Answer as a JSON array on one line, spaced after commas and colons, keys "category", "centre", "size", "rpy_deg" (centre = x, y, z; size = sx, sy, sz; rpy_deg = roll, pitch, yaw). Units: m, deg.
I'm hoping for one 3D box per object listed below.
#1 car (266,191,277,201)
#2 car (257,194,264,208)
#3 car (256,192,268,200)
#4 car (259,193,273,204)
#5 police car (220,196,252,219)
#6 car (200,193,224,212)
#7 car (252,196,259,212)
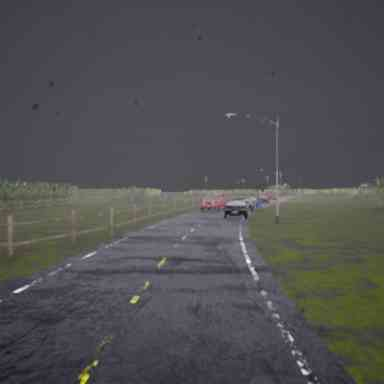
[{"category": "car", "centre": [16.734, 0.904, 70.713], "size": [2.150, 2.045, 5.566], "rpy_deg": [0, 0, 20]}, {"category": "car", "centre": [7.994, 1.398, 44.029], "size": [1.882, 1.535, 5.008], "rpy_deg": [0, 0, 18]}, {"category": "car", "centre": [16.337, 0.924, 77.611], "size": [2.097, 1.767, 4.553], "rpy_deg": [0, 0, 20]}, {"category": "car", "centre": [12.886, 1.355, 60.173], "size": [1.882, 1.535, 5.008], "rpy_deg": [0, 0, 20]}, {"category": "police car", "centre": [3.930, 1.384, 28.924], "size": [1.930, 1.638, 5.238], "rpy_deg": [0, 0, 12]}, {"category": "car", "centre": [2.473, 1.148, 38.090], "size": [2.150, 2.045, 5.566], "rpy_deg": [0, 0, 16]}, {"category": "car", "centre": [6.267, 1.441, 38.378], "size": [1.837, 1.490, 4.892], "rpy_deg": [0, 0, 16]}]
